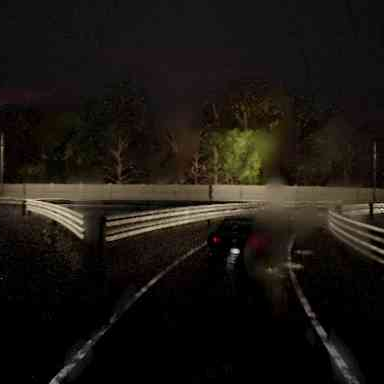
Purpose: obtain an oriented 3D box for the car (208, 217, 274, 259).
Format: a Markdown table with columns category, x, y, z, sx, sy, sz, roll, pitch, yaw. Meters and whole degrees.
| category | x | y | z | sx | sy | sz | roll | pitch | yaw |
| --- | --- | --- | --- | --- | --- | --- | --- | --- | --- |
| car | 2.081 | 1.623 | 12.878 | 1.895 | 1.301 | 4.718 | 0 | 0 | 18 |
